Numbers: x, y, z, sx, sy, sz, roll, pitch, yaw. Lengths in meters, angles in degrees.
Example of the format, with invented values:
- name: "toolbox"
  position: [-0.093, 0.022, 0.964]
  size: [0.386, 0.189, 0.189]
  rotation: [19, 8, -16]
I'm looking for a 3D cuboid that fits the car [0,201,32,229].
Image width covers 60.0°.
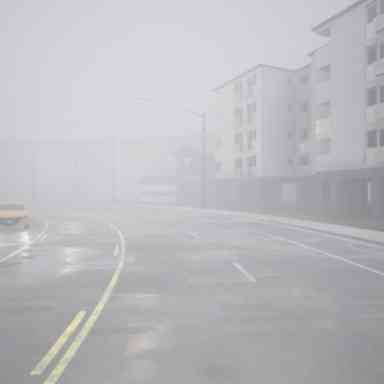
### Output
- name: "car"
  position: [-10.891, 1.331, 20.293]
  size: [1.882, 1.535, 5.008]
  rotation: [0, 1, -24]
